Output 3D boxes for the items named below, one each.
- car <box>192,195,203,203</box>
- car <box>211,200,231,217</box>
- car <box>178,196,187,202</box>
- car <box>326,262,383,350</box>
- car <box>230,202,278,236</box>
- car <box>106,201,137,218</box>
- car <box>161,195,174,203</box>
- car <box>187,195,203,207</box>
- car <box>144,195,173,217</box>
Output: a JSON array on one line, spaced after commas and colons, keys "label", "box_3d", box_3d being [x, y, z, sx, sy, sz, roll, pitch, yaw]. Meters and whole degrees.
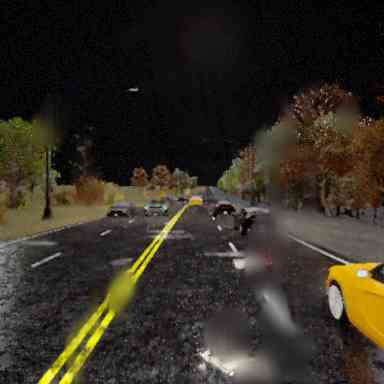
[{"label": "car", "box_3d": [1.117, 1.442, 67.428, 2.128, 1.511, 4.902, 0, 0, 2]}, {"label": "car", "box_3d": [2.907, 1.515, 31.045, 1.837, 1.490, 4.892, 0, 0, 1]}, {"label": "car", "box_3d": [-1.965, 1.514, 72.185, 1.994, 1.385, 4.181, 0, 0, 2]}, {"label": "car", "box_3d": [3.362, 1.483, 4.077, 1.882, 1.535, 5.008, 0, 0, 0]}, {"label": "car", "box_3d": [3.447, 1.517, 18.662, 1.837, 1.490, 4.892, 0, 0, 0]}, {"label": "car", "box_3d": [-6.358, 1.555, 30.726, 2.033, 1.411, 5.357, 0, 0, 1]}, {"label": "car", "box_3d": [-5.228, 1.485, 71.888, 2.128, 1.511, 4.902, 0, 0, 2]}, {"label": "car", "box_3d": [0.631, 1.474, 50.695, 1.882, 1.535, 5.008, 0, 0, 1]}, {"label": "car", "box_3d": [-3.099, 1.360, 30.873, 2.097, 1.767, 4.553, 0, 0, 1]}]
